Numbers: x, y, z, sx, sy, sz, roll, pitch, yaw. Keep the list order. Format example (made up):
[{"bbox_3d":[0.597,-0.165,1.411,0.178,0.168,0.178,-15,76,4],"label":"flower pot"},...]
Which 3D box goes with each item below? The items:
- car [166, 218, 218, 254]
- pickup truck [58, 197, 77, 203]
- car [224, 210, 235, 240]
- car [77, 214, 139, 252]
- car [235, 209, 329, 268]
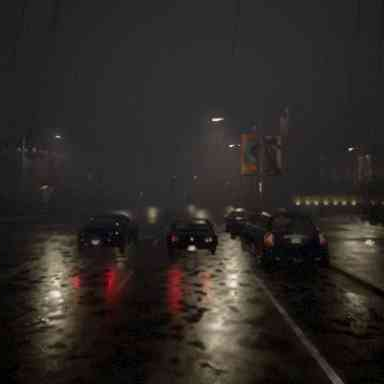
[{"bbox_3d":[0.003,1.733,14.103,1.895,1.301,4.718,0,0,0],"label":"car"},{"bbox_3d":[-28.596,1.825,78.748,6.274,2.098,2.390,0,-1,0],"label":"pickup truck"},{"bbox_3d":[2.902,1.651,18.277,2.097,1.535,5.008,0,-1,0],"label":"car"},{"bbox_3d":[-3.493,1.661,14.376,1.812,1.442,4.674,0,0,0],"label":"car"},{"bbox_3d":[3.041,1.466,11.854,2.185,1.767,4.553,0,-1,0],"label":"car"}]
